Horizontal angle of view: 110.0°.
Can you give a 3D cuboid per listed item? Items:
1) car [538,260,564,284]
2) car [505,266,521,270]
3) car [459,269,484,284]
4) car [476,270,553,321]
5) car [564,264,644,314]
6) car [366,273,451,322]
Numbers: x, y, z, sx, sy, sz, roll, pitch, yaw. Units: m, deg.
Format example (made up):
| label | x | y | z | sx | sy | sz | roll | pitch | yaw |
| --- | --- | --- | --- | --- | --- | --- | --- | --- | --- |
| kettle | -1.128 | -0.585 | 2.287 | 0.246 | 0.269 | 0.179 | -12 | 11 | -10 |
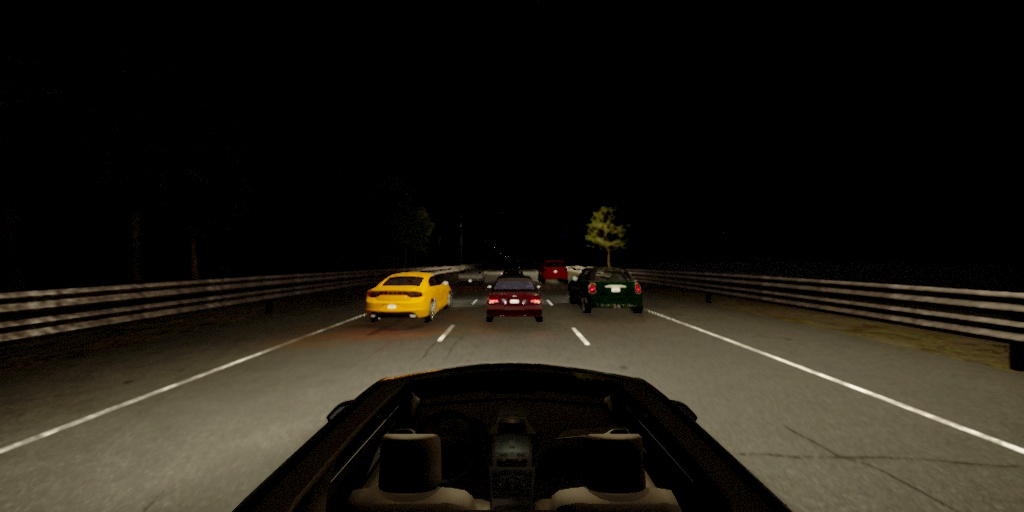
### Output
| label | x | y | z | sx | sy | sz | roll | pitch | yaw |
| --- | --- | --- | --- | --- | --- | --- | --- | --- | --- |
| car | 3.580 | 1.418 | 32.143 | 2.150 | 2.045 | 5.566 | 0 | -1 | 0 |
| car | 0.079 | 1.705 | 33.128 | 2.128 | 1.511 | 4.902 | 0 | -1 | 0 |
| car | -3.420 | 1.786 | 31.612 | 1.895 | 1.301 | 4.718 | 0 | -1 | 0 |
| car | 0.079 | 1.397 | 12.879 | 2.033 | 1.411 | 5.357 | 0 | -1 | 0 |
| car | 3.577 | 1.225 | 14.480 | 2.097 | 1.767 | 4.553 | 0 | -1 | 0 |
| car | -3.427 | 1.325 | 12.730 | 1.882 | 1.535 | 5.008 | 0 | -1 | 0 |
